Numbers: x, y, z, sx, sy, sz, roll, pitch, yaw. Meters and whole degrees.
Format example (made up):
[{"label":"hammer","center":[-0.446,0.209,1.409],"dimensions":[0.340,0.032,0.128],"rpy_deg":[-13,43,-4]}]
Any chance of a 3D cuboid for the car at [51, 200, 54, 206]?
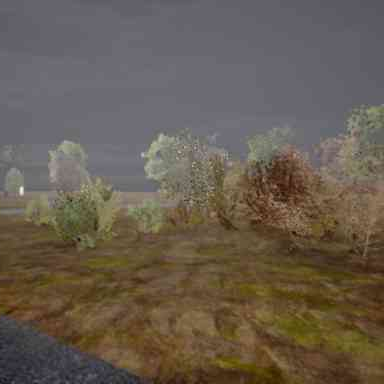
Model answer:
[{"label":"car","center":[-16.071,1.285,41.832],"dimensions":[2.128,1.511,4.902],"rpy_deg":[0,0,37]}]
